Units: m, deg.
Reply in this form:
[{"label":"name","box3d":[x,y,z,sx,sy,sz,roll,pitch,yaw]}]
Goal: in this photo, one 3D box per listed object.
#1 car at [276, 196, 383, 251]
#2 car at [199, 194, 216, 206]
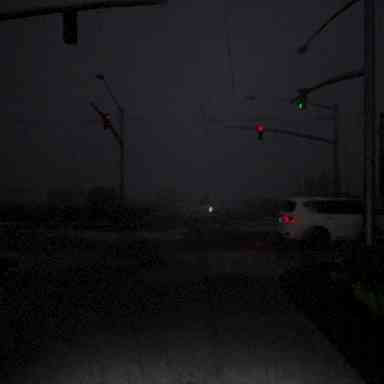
[{"label":"car","box3d":[6.244,1.199,13.364,5.566,2.045,2.150,0,0,4]},{"label":"car","box3d":[2.144,1.384,49.453,1.994,1.385,4.181,0,0,3]}]
